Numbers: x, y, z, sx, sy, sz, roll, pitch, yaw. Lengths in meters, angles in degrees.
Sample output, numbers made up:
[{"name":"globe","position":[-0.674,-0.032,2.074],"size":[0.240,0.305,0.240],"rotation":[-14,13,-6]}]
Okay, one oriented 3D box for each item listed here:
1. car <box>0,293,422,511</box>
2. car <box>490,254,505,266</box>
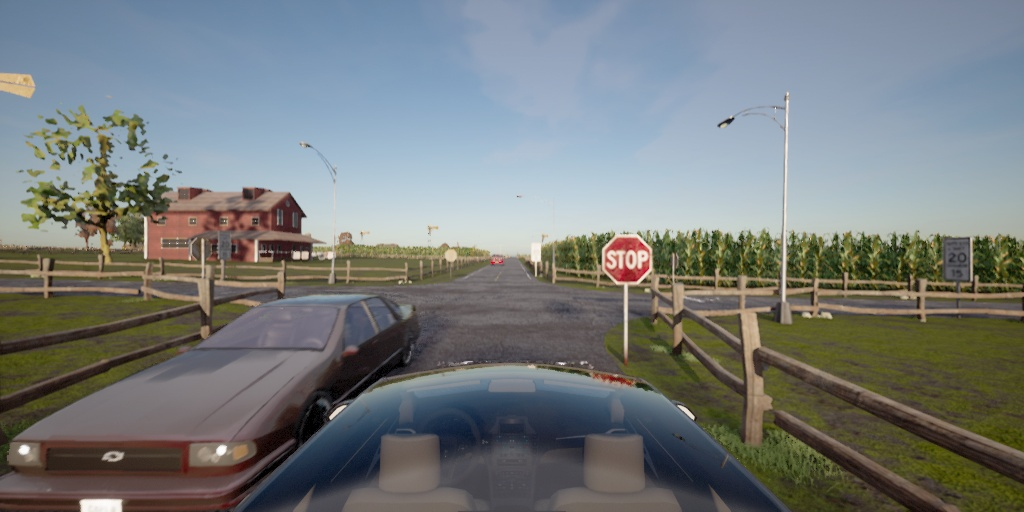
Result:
[{"name":"car","position":[-2.735,1.280,5.057],"size":[2.033,1.411,5.357],"rotation":[0,0,0]},{"name":"car","position":[-2.473,0.593,61.383],"size":[2.150,2.045,5.566],"rotation":[0,0,0]}]
